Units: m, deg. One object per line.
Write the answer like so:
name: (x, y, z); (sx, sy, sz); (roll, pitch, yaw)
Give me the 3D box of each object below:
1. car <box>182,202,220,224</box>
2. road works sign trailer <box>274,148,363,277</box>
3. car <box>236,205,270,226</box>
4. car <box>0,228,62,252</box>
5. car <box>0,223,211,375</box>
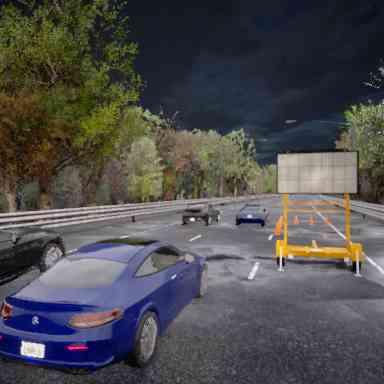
car: (0.738, 1.514, 23.683); (1.837, 1.490, 4.892); (0, 0, 17)
road works sign trailer: (3.910, 0.470, 10.517); (2.380, 3.560, 2.880); (0, 0, 18)
car: (4.367, 1.571, 23.587); (1.994, 1.385, 4.181); (0, 0, 17)
car: (-4.507, 1.340, 6.427); (1.812, 1.442, 4.674); (-2, 7, 17)
car: (-1.054, 1.528, 5.781); (1.812, 1.442, 4.674); (0, 0, 17)
